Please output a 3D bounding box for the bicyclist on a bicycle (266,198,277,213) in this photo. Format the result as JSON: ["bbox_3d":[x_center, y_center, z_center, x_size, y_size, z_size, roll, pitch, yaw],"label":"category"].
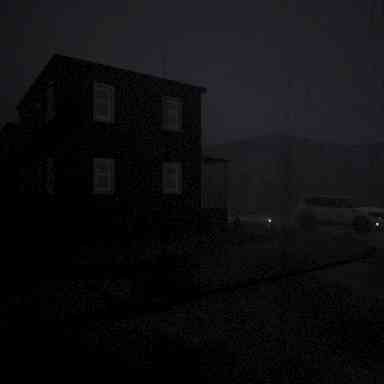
[{"bbox_3d":[8.304,1.348,34.786,1.656,1.620,0.582,0,0,-35],"label":"bicyclist on a bicycle"}]

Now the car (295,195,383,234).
[{"bbox_3d":[8.798,1.221,19.708,2.150,2.045,5.566,0,0,-36],"label":"car"}]
